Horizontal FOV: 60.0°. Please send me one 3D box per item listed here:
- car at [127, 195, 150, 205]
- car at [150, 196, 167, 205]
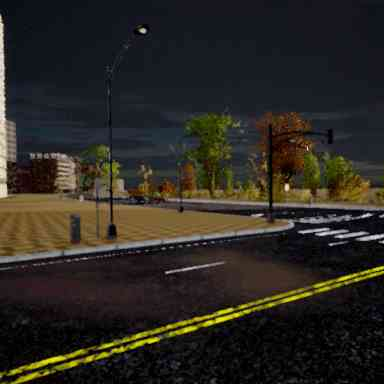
[{"bbox_3d":[-8.733,1.277,52.212,1.837,1.490,4.892,-1,0,-30],"label":"car"},{"bbox_3d":[-5.683,1.274,53.421,1.994,1.385,4.181,-1,1,-30],"label":"car"}]
